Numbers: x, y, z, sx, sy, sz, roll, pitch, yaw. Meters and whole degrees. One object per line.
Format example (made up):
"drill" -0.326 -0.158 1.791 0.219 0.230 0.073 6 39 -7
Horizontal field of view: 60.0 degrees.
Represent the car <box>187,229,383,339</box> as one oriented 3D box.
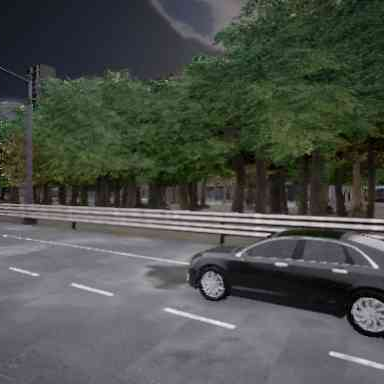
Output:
"car" 2.139 1.507 6.641 4.892 1.490 1.837 0 0 35
